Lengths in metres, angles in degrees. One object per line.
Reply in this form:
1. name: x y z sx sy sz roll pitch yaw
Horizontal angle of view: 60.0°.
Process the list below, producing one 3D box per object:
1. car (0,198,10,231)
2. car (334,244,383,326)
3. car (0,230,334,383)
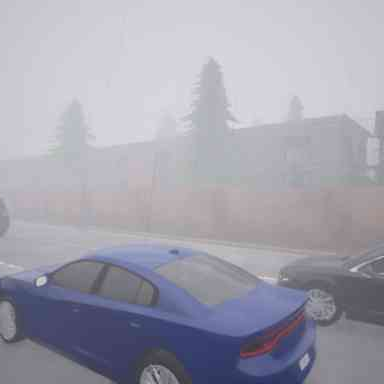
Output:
1. car: -11.503 1.239 17.105 5.566 2.045 2.150 0 0 37
2. car: 3.904 1.552 5.579 4.892 1.490 1.837 0 0 35
3. car: -0.897 1.496 4.731 5.008 1.535 1.882 0 0 36
